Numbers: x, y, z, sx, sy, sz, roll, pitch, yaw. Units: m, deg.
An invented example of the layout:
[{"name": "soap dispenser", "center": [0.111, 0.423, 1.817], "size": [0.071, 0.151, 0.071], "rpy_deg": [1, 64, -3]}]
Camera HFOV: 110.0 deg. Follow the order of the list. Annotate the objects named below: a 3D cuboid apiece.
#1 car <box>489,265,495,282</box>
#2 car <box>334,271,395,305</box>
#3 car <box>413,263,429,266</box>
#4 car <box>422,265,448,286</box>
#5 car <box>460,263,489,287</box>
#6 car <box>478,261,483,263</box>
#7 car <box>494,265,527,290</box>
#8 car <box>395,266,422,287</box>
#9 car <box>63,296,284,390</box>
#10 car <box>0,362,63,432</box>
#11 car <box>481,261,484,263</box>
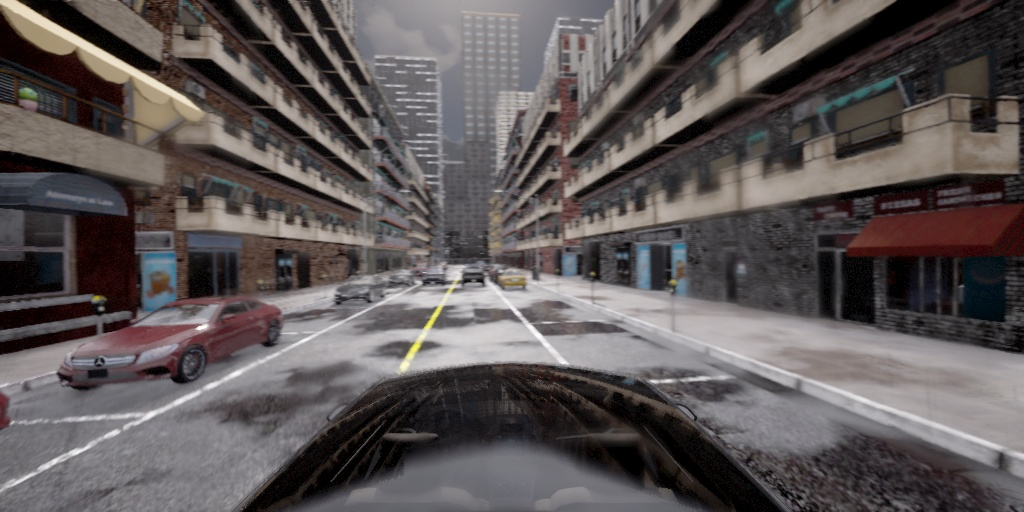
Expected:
[{"name": "car", "center": [-0.676, 1.629, 30.564], "size": [1.948, 1.339, 4.313], "rpy_deg": [0, 0, -7]}, {"name": "car", "center": [-7.659, 1.629, 18.466], "size": [2.007, 1.370, 4.403], "rpy_deg": [0, 0, -7]}, {"name": "car", "center": [-10.337, 1.679, 40.712], "size": [2.192, 1.841, 5.009], "rpy_deg": [0, 0, -7]}, {"name": "car", "center": [-6.436, 1.725, 30.357], "size": [2.033, 1.411, 5.357], "rpy_deg": [-1, -1, -6]}, {"name": "car", "center": [-3.113, 1.600, 28.904], "size": [1.837, 1.490, 4.892], "rpy_deg": [-1, -1, -7]}, {"name": "car", "center": [-4.868, 1.760, 43.447], "size": [1.882, 1.535, 5.008], "rpy_deg": [-1, 0, -7]}, {"name": "car", "center": [-0.027, 1.517, 25.171], "size": [1.751, 1.417, 4.829], "rpy_deg": [0, 0, -7]}, {"name": "car", "center": [-8.998, 1.771, 29.589], "size": [2.007, 1.370, 4.403], "rpy_deg": [0, 0, -7]}, {"name": "car", "center": [-6.321, 1.518, 7.343], "size": [1.802, 1.307, 4.207], "rpy_deg": [0, 0, -7]}, {"name": "car", "center": [-5.651, 1.447, 1.781], "size": [1.802, 1.307, 4.207], "rpy_deg": [0, 0, -7]}, {"name": "car", "center": [-4.023, 1.988, 58.370], "size": [1.948, 1.339, 4.313], "rpy_deg": [0, 0, -7]}]
